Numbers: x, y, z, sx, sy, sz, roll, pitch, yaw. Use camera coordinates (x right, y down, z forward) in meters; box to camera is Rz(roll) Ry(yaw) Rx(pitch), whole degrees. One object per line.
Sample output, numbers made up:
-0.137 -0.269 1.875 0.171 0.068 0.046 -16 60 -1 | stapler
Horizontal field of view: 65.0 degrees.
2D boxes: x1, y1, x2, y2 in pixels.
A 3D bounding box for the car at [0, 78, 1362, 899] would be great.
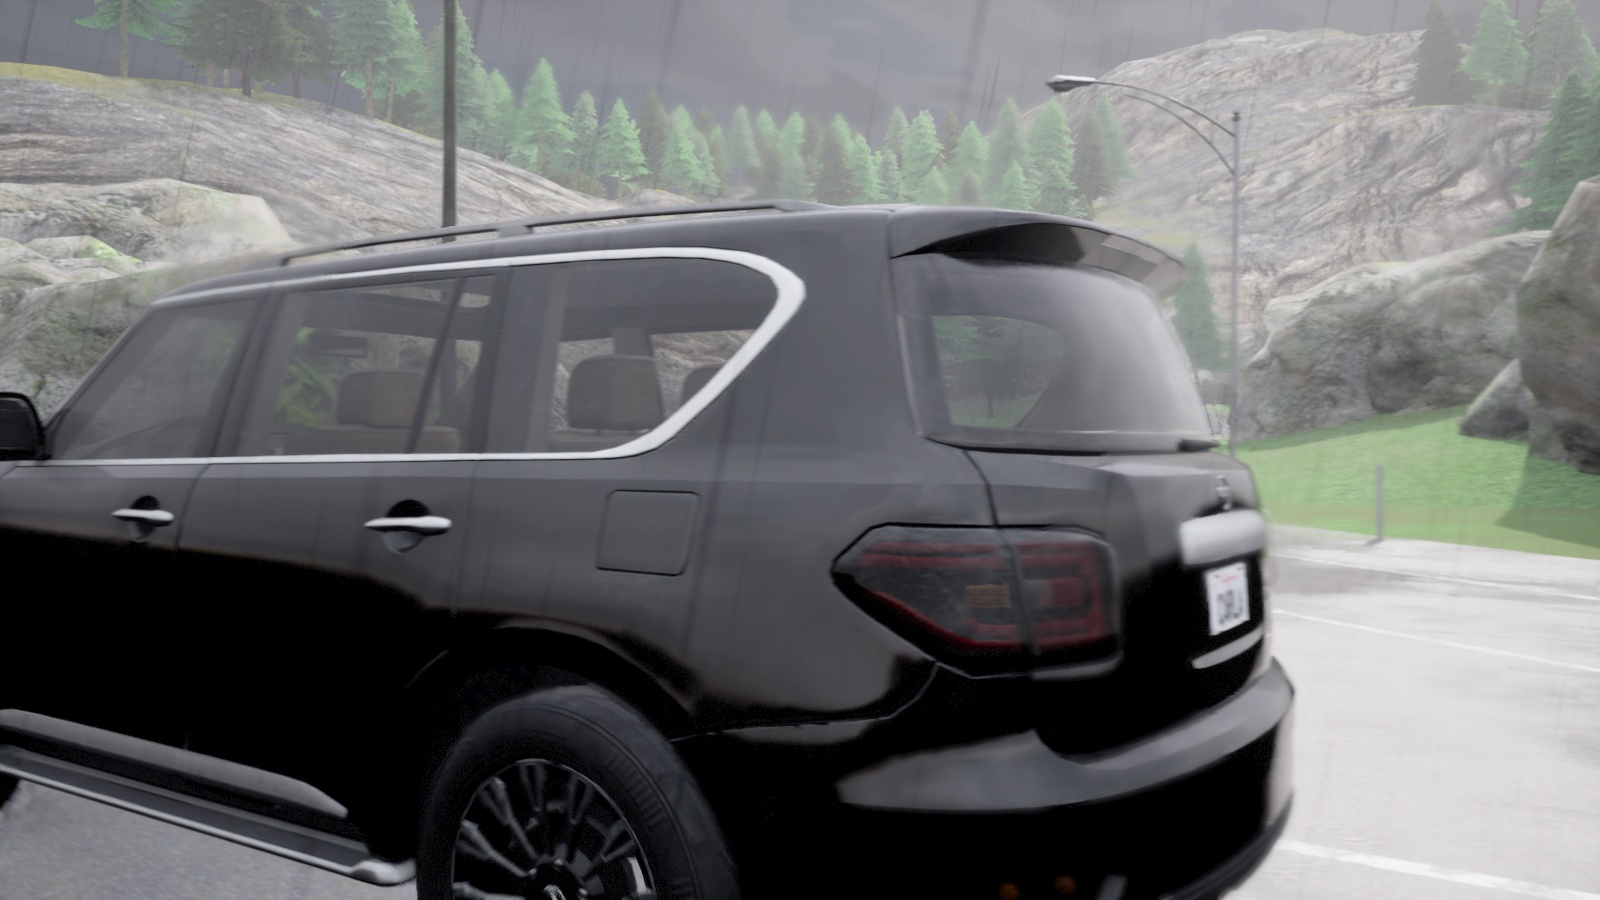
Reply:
-1.221 0.411 4.429 5.566 2.045 2.150 0 1 34 | car
